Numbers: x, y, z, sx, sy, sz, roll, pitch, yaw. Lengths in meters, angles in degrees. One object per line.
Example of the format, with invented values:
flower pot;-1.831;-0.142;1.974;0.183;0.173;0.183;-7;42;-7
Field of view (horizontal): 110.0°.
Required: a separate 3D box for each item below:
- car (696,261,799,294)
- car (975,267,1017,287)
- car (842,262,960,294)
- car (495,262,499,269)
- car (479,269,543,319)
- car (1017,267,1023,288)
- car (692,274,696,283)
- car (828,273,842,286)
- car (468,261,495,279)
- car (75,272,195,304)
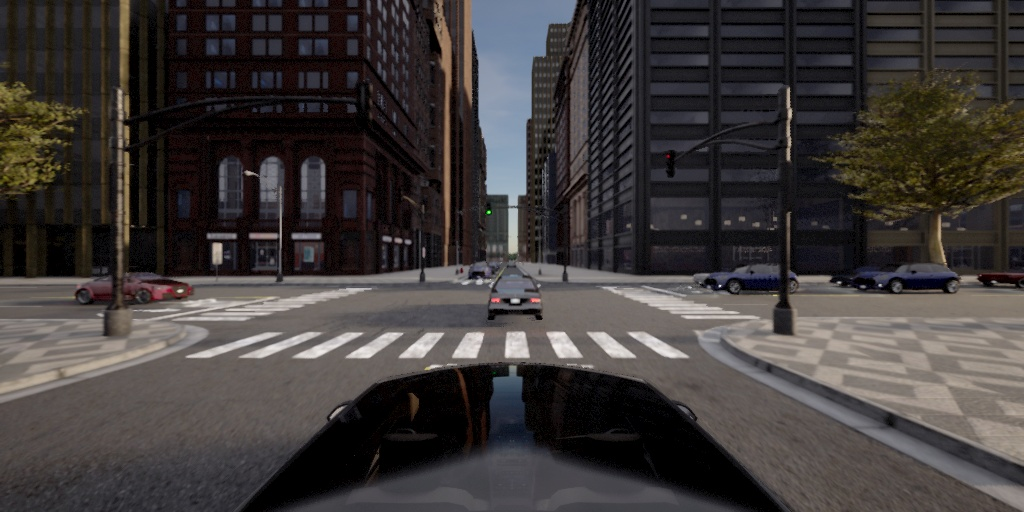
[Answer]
car;13.348;1.171;20.253;4.553;1.767;2.097;0;0;0
car;33.821;1.379;23.539;4.718;1.301;1.895;0;0;0
car;22.063;1.152;20.271;4.553;1.767;2.097;0;0;0
car;-3.072;1.596;44.921;1.994;1.385;4.181;0;0;0
car;0.111;1.390;13.217;2.033;1.411;5.357;0;0;0
car;32.341;1.304;20.287;4.674;1.442;1.812;0;0;0
car;14.463;1.421;23.505;4.718;1.301;1.895;0;0;-3
car;24.109;1.346;23.528;5.357;1.411;2.033;0;0;0
car;-3.054;1.316;34.962;2.097;1.767;4.553;0;0;0
car;-17.464;1.455;16.738;4.181;1.385;1.994;0;0;0
